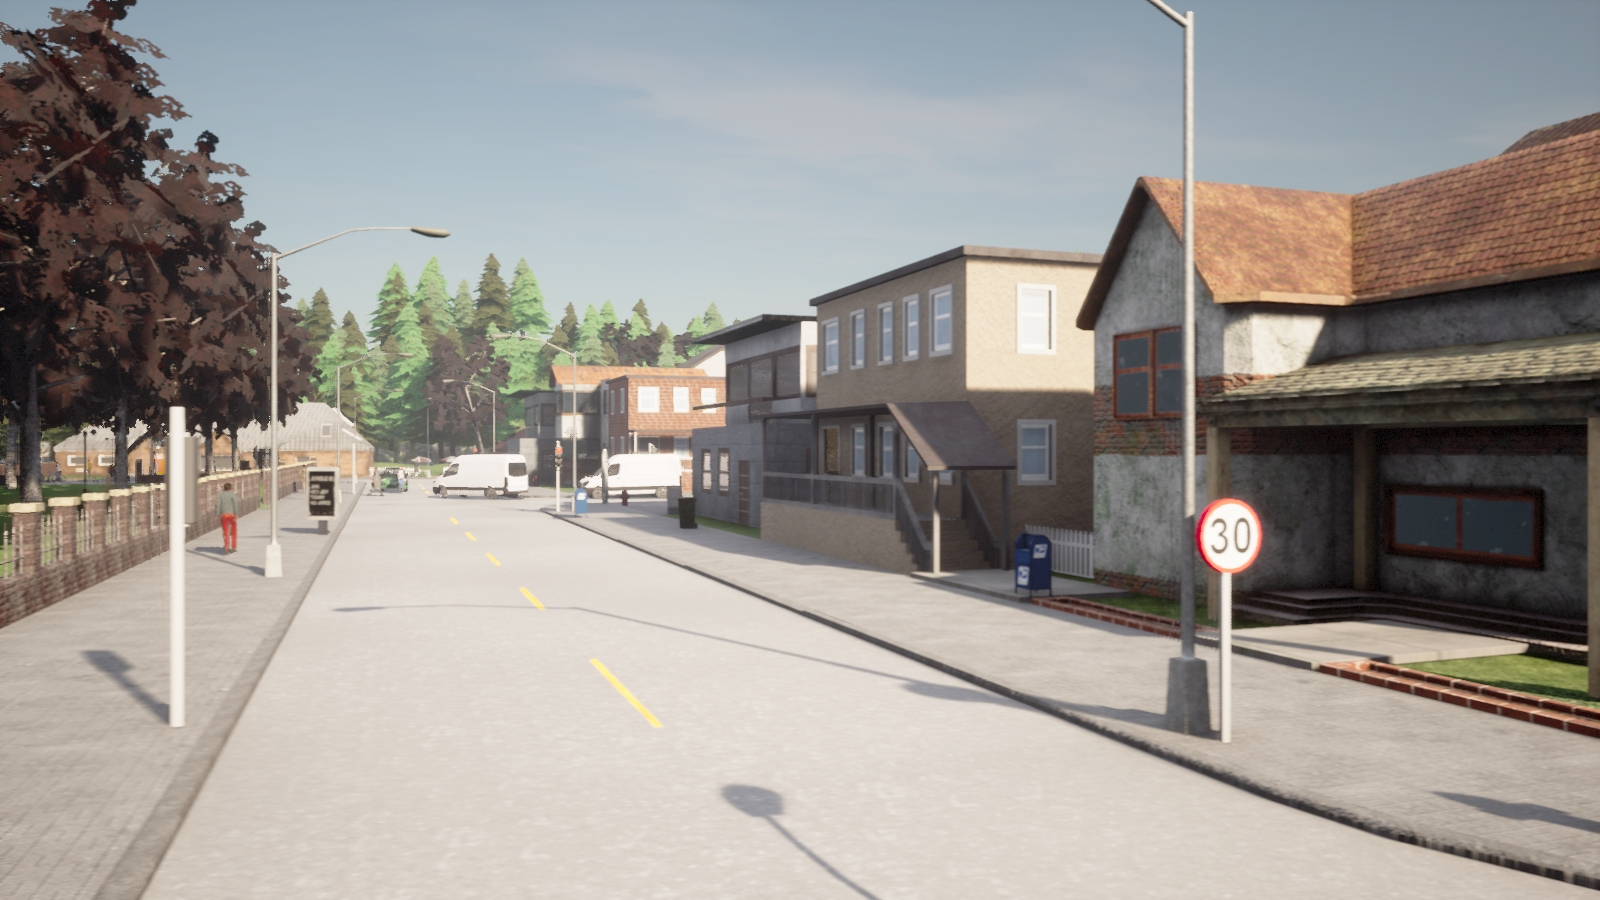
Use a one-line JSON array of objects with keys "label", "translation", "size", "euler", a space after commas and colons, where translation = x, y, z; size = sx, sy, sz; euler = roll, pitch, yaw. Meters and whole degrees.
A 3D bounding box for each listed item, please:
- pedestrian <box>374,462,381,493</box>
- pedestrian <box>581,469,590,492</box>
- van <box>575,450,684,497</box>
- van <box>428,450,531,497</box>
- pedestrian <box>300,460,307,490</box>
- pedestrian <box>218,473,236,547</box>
[{"label": "pedestrian", "translation": [-25.278, 1.628, 68.373], "size": [0.375, 1.860, 0.375], "euler": [0, 0, -18]}, {"label": "pedestrian", "translation": [-12.693, 1.796, 67.502], "size": [0.375, 1.300, 0.375], "euler": [0, 0, -41]}, {"label": "van", "translation": [-9.846, 1.311, 65.859], "size": [5.915, 2.561, 1.988], "euler": [-1, 0, -20]}, {"label": "van", "translation": [-18.480, 1.314, 65.815], "size": [5.915, 2.561, 1.988], "euler": [0, 1, 27]}, {"label": "pedestrian", "translation": [-30.933, 1.524, 71.205], "size": [0.375, 1.860, 0.375], "euler": [0, 0, -20]}, {"label": "pedestrian", "translation": [-14.688, 1.525, 29.288], "size": [0.375, 1.860, 0.375], "euler": [0, 0, -18]}]
